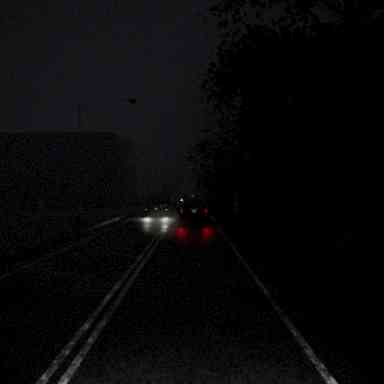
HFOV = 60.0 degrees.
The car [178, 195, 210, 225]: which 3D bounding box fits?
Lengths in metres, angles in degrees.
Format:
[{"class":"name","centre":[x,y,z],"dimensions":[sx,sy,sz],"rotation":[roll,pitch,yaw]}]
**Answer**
[{"class":"car","centre":[0.149,1.281,23.762],"dimensions":[2.097,1.767,4.553],"rotation":[0,0,0]}]

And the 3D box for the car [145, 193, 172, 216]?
[{"class":"car","centre":[-3.138,1.136,32.183],"dimensions":[2.150,2.045,5.566],"rotation":[0,0,1]}]

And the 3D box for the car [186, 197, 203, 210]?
[{"class":"car","centre":[0.355,1.429,41.459],"dimensions":[2.033,1.411,5.357],"rotation":[0,0,1]}]

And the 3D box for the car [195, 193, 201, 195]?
[{"class":"car","centre":[1.452,1.138,85.285],"dimensions":[1.895,1.301,4.718],"rotation":[0,0,2]}]
